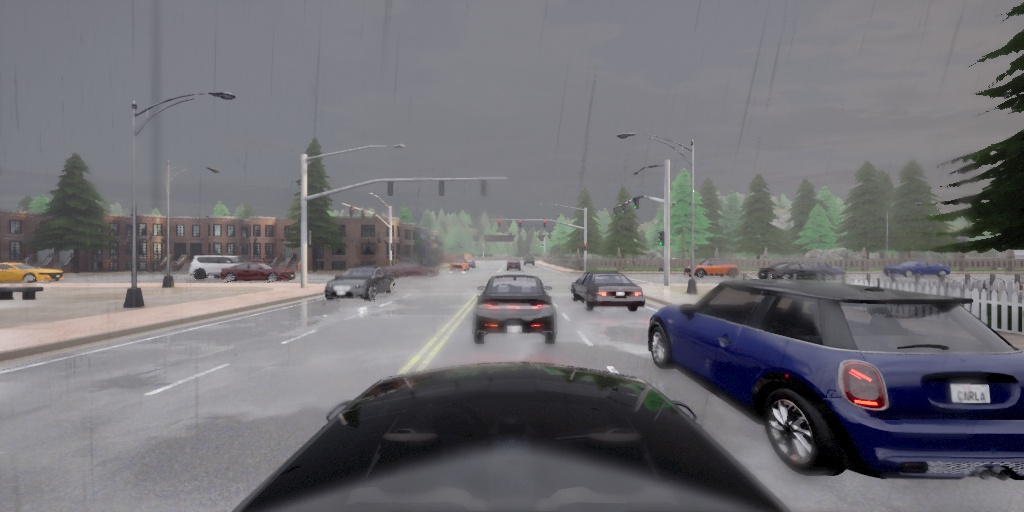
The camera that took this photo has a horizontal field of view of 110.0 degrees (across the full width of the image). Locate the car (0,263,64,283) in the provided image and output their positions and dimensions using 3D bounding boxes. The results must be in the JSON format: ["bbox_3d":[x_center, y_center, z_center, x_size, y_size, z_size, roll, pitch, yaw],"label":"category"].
[{"bbox_3d":[-36.153,1.228,26.051,5.008,1.535,1.882,0,0,-13],"label":"car"}]

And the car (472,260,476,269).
[{"bbox_3d":[-6.994,1.276,58.258,1.812,1.442,4.674,0,0,1],"label":"car"}]

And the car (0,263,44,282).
[{"bbox_3d":[-40.788,1.313,28.355,4.181,1.385,1.994,0,0,-19],"label":"car"}]

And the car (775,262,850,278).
[{"bbox_3d":[28.285,1.297,33.921,5.357,1.411,2.033,0,0,1],"label":"car"}]

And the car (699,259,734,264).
[{"bbox_3d":[18.760,1.102,33.950,4.553,1.767,2.097,0,0,0],"label":"car"}]

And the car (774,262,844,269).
[{"bbox_3d":[21.213,1.227,26.744,5.008,1.535,1.882,0,0,0],"label":"car"}]

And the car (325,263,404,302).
[{"bbox_3d":[-7.028,1.241,17.103,2.128,1.511,4.902,0,0,-1],"label":"car"}]

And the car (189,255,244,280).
[{"bbox_3d":[-24.209,0.971,30.627,5.566,2.045,2.150,0,0,-1],"label":"car"}]

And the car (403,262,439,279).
[{"bbox_3d":[-8.850,1.275,31.850,4.674,1.442,1.812,0,0,-16],"label":"car"}]

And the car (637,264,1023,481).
[{"bbox_3d":[3.607,1.102,4.943,2.097,1.767,4.553,0,0,0],"label":"car"}]

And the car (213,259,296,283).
[{"bbox_3d":[-19.163,1.228,27.183,5.008,1.535,1.882,0,0,-1],"label":"car"}]

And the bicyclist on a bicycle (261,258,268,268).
[{"bbox_3d":[-28.753,1.053,41.650,0.582,1.620,1.656,0,0,-1],"label":"bicyclist on a bicycle"}]

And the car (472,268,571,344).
[{"bbox_3d":[0.075,1.242,9.533,2.128,1.511,4.902,0,0,1],"label":"car"}]

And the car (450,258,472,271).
[{"bbox_3d":[-7.021,1.102,48.325,2.097,1.767,4.553,0,0,0],"label":"car"}]

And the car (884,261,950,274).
[{"bbox_3d":[38.162,1.228,33.890,5.008,1.535,1.882,0,0,0],"label":"car"}]

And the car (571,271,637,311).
[{"bbox_3d":[3.604,1.297,14.361,2.033,1.411,5.357,0,0,0],"label":"car"}]

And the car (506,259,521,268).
[{"bbox_3d":[0.218,1.227,51.740,1.882,1.535,5.008,0,0,0],"label":"car"}]
